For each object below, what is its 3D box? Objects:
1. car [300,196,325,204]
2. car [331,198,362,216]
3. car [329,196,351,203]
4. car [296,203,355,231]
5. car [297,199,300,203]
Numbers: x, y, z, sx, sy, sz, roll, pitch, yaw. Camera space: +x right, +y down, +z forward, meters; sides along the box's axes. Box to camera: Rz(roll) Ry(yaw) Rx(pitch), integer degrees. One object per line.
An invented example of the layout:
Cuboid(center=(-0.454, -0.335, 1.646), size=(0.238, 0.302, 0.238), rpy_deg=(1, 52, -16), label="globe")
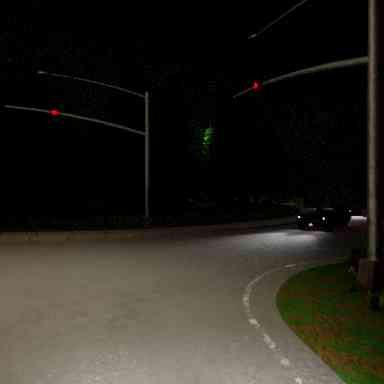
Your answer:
Cuboid(center=(17.533, 1.497, 47.724), size=(1.837, 1.490, 4.892), rpy_deg=(0, 0, 0), label="car")
Cuboid(center=(14.827, 1.537, 31.786), size=(1.994, 1.385, 4.181), rpy_deg=(0, 0, 17), label="car")
Cuboid(center=(20.789, 1.325, 46.342), size=(2.097, 1.767, 4.553), rpy_deg=(0, 0, 3), label="car")
Cuboid(center=(8.297, 1.574, 20.809), size=(1.895, 1.301, 4.718), rpy_deg=(0, 0, 41), label="car")
Cuboid(center=(19.634, 1.451, 56.053), size=(1.882, 1.535, 5.008), rpy_deg=(0, 0, -16), label="car")
